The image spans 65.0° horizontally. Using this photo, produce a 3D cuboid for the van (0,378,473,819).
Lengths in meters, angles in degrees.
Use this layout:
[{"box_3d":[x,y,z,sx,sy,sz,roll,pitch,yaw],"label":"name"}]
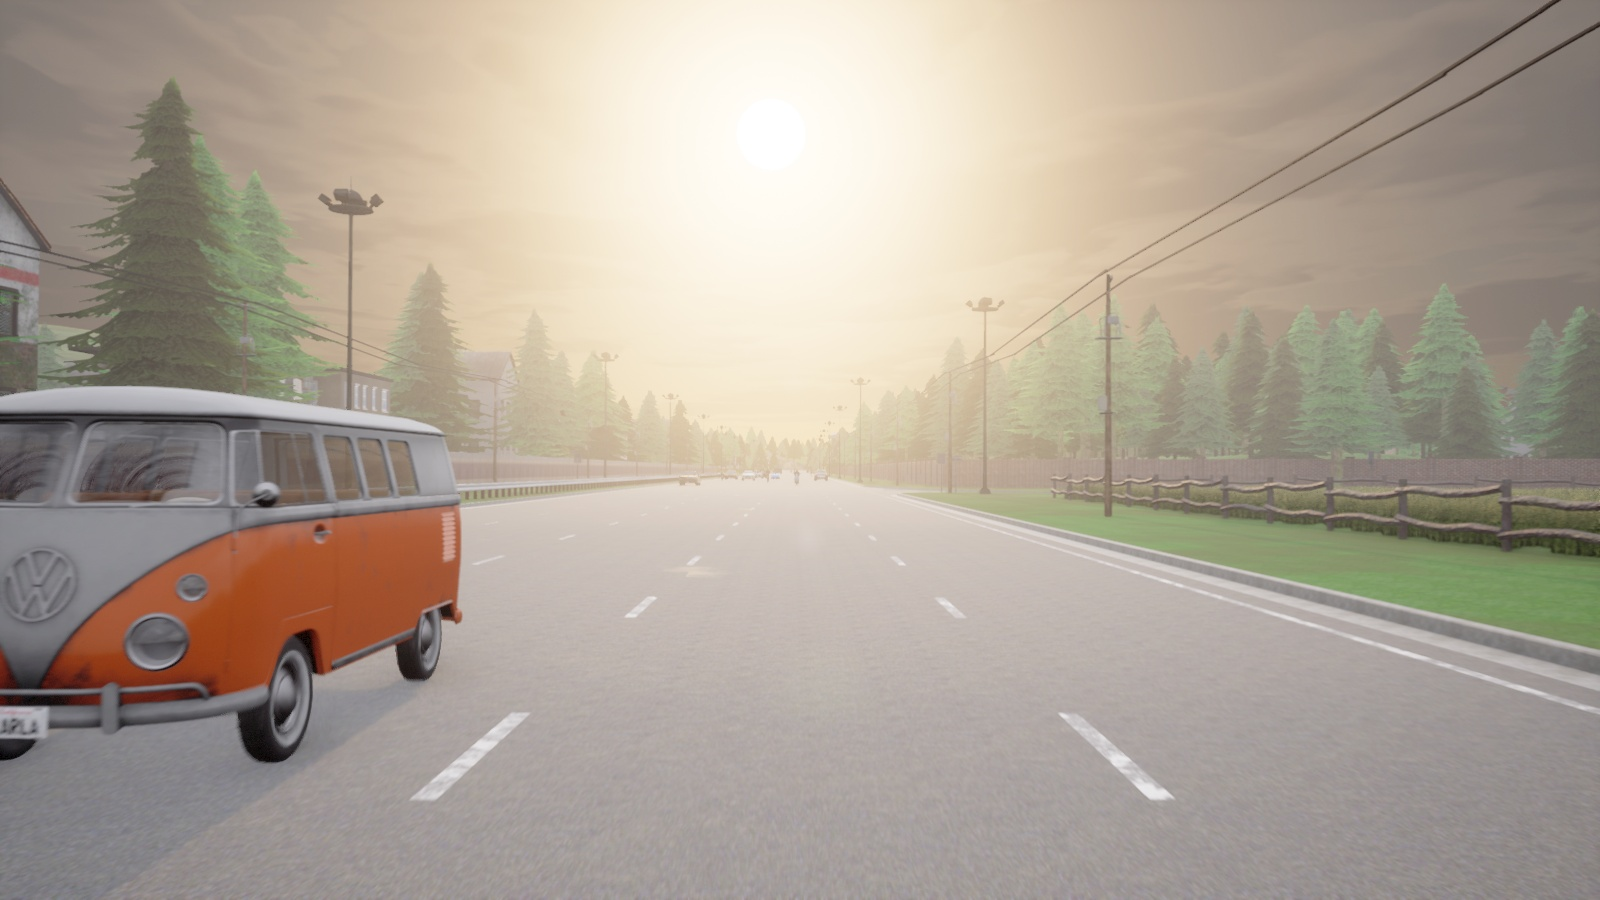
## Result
[{"box_3d":[-3.520,0.704,7.902,1.775,1.987,4.442,0,-1,0],"label":"van"}]
